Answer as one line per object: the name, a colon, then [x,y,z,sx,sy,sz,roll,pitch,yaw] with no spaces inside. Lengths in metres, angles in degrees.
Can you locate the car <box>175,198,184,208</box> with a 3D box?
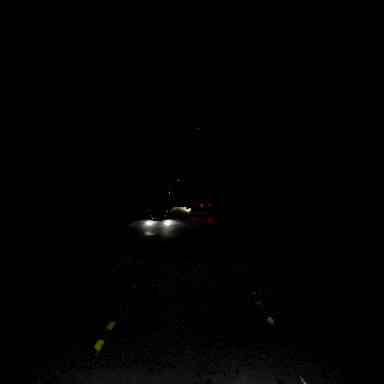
car: [-2.719,2.321,71.547,2.150,2.045,5.566,0,-2,0]

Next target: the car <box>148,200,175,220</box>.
car: [-2.834,1.628,30.296,1.882,1.535,5.008,0,-1,0]

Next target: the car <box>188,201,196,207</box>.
car: [0.032,2.672,75.010,1.895,1.301,4.718,0,-2,0]

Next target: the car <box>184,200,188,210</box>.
car: [0.023,2.079,53.318,1.812,1.442,4.674,0,-1,0]

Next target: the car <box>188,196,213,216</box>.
car: [0.977,1.429,35.169,2.150,2.045,5.566,0,-1,0]
